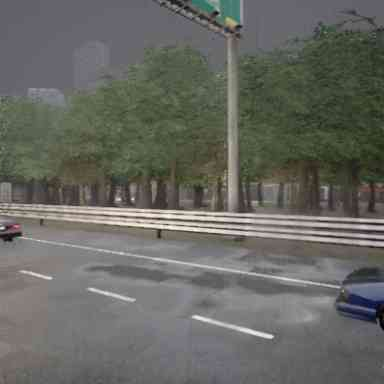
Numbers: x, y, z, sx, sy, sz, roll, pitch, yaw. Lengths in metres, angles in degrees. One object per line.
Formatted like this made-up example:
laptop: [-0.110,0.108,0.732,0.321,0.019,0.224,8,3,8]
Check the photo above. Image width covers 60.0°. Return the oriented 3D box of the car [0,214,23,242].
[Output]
car: [-9.891,1.549,15.228,5.357,1.411,2.033,0,0,36]

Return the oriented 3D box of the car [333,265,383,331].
car: [4.966,1.548,4.625,5.357,1.411,2.033,0,0,36]
